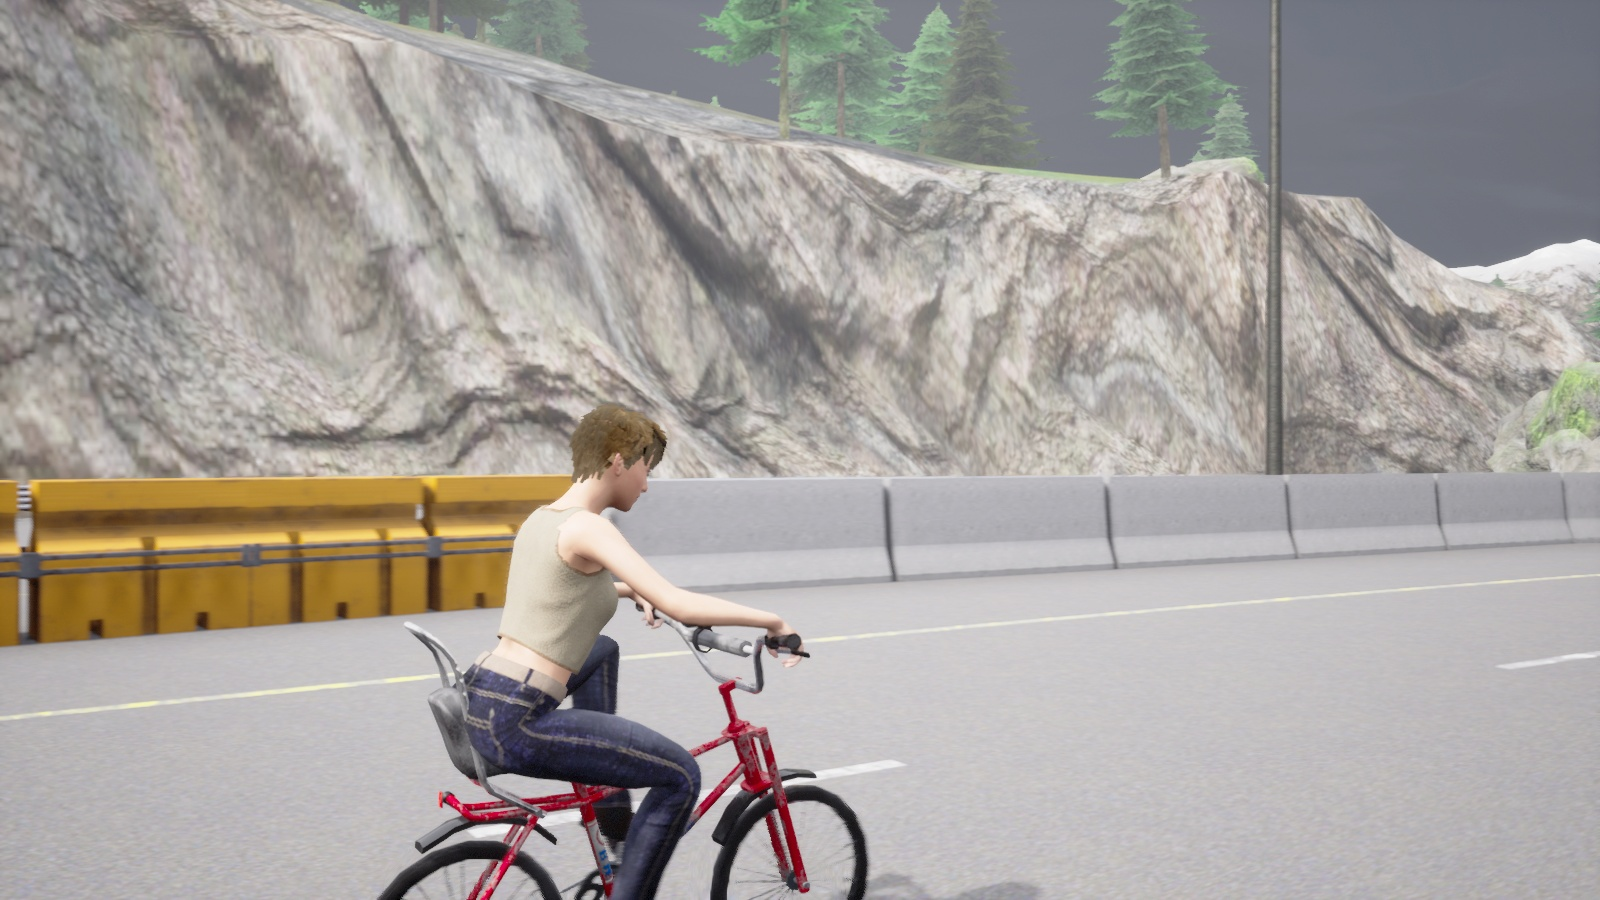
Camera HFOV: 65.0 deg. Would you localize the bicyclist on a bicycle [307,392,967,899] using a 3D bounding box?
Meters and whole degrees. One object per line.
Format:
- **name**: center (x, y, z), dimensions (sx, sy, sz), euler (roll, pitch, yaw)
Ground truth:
- **bicyclist on a bicycle**: center (-0.419, 0.689, 3.333), dimensions (1.509, 1.612, 0.866), euler (0, 0, -33)
